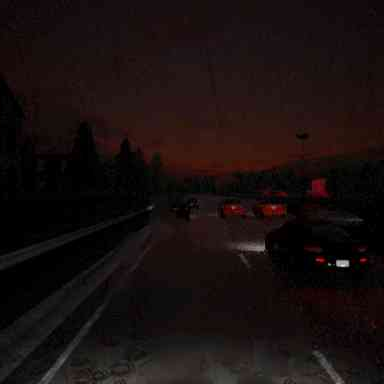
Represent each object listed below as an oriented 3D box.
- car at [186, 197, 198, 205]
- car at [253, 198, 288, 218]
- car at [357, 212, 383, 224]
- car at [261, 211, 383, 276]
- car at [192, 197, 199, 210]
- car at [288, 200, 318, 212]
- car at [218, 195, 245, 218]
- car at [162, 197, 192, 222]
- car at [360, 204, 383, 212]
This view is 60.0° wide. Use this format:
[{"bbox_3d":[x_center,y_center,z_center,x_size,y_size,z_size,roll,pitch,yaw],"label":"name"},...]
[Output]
[{"bbox_3d":[-0.013,1.678,60.863,1.994,1.385,4.181,0,0,0],"label":"car"},{"bbox_3d":[7.093,1.411,31.082,2.097,1.767,4.553,0,0,0],"label":"car"},{"bbox_3d":[7.098,1.624,11.994,1.895,1.301,4.718,0,0,0],"label":"car"},{"bbox_3d":[3.598,1.545,10.242,1.812,1.442,4.674,0,0,0],"label":"car"},{"bbox_3d":[-0.003,1.631,44.806,2.033,1.411,5.357,0,0,0],"label":"car"},{"bbox_3d":[10.593,1.553,32.137,2.128,1.511,4.902,0,0,0],"label":"car"},{"bbox_3d":[3.593,1.410,31.022,2.097,1.767,4.553,0,0,0],"label":"car"},{"bbox_3d":[-1.232,1.402,27.223,2.097,1.767,4.553,0,0,0],"label":"car"},{"bbox_3d":[14.094,1.594,24.016,2.033,1.411,5.357,0,0,0],"label":"car"}]
